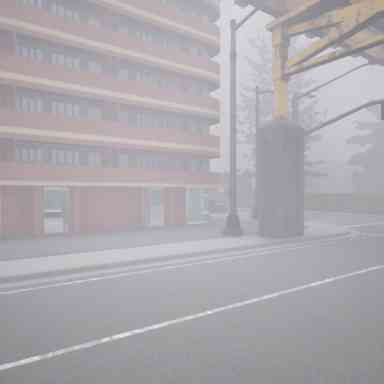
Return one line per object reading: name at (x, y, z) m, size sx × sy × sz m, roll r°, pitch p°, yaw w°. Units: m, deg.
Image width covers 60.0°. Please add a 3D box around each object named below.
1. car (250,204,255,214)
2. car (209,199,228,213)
car at (7.337, 1.478, 29.196) m, size 1.882 × 1.535 × 5.008 m, roll 0°, pitch 0°, yaw -35°
car at (1.939, 1.526, 36.865) m, size 1.812 × 1.442 × 4.674 m, roll 0°, pitch 0°, yaw -35°
